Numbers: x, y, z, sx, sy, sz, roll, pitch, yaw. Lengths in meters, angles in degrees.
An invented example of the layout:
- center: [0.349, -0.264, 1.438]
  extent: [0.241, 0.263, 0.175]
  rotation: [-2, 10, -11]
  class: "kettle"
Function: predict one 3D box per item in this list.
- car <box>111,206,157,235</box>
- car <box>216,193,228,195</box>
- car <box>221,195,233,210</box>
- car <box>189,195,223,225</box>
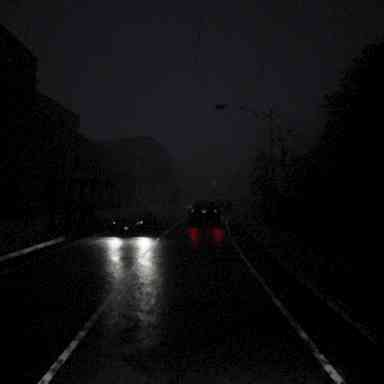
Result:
- center: [-3.164, 1.553, 19.107]
  extent: [1.812, 1.442, 4.674]
  rotation: [0, 0, 4]
  class: "car"
- center: [5.228, 1.228, 59.330]
  extent: [2.150, 2.045, 5.566]
  rotation: [-2, 0, 20]
  class: "car"
- center: [4.054, 1.509, 42.487]
  extent: [2.033, 1.411, 5.357]
  rotation: [-1, 0, 13]
  class: "car"
- center: [1.020, 1.348, 24.470]
  extent: [2.097, 1.767, 4.553]
  rotation: [-1, 0, 6]
  class: "car"
